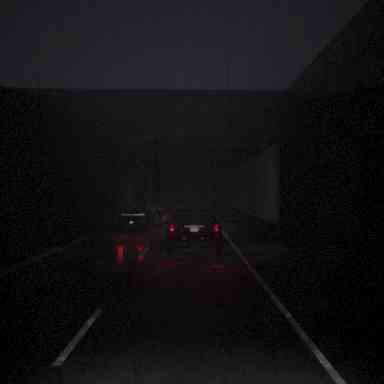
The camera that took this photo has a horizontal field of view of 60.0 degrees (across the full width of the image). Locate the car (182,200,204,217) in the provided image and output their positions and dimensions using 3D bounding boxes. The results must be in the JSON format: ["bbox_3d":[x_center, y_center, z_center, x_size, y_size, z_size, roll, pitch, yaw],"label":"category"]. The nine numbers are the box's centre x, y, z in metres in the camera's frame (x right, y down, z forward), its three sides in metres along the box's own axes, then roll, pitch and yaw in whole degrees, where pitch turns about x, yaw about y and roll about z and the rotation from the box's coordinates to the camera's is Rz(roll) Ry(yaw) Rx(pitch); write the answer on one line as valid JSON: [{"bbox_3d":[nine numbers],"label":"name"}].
[{"bbox_3d":[0.061,1.574,32.889,2.033,1.411,5.357,0,0,0],"label":"car"}]

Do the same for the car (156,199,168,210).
[{"bbox_3d":[-3.446,1.523,38.188,2.128,1.511,4.902,0,0,0],"label":"car"}]

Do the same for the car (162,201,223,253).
[{"bbox_3d":[0.081,1.363,13.897,2.097,1.767,4.553,0,0,0],"label":"car"}]

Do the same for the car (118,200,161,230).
[{"bbox_3d":[-3.425,1.509,21.228,2.128,1.511,4.902,0,0,0],"label":"car"}]
